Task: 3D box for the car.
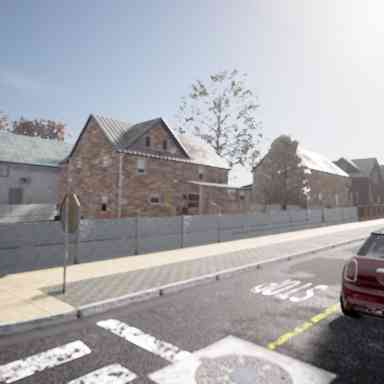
[{"bbox_3d":[4.785,1.442,6.727,2.097,1.767,4.553,-2,-2,44],"label":"car"}]
